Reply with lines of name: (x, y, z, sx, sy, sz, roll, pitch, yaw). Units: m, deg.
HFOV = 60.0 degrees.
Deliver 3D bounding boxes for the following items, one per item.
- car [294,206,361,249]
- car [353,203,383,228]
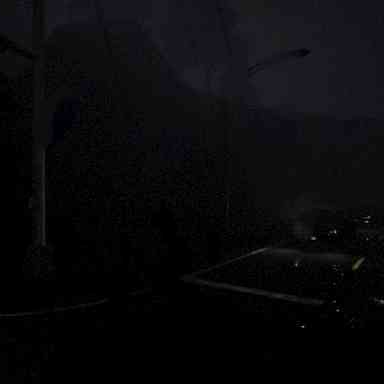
car: (6.095, 1.538, 14.957, 1.812, 1.442, 4.674, 0, 0, 35)
car: (11.681, 1.517, 22.432, 1.837, 1.490, 4.892, 0, 0, 43)
